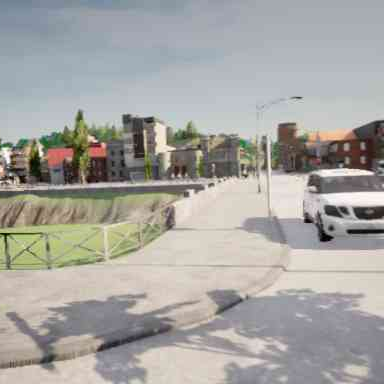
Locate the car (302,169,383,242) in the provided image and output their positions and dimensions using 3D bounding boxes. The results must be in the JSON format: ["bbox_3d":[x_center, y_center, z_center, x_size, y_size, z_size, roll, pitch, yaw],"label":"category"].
[{"bbox_3d":[5.031,0.289,11.065,2.150,2.045,5.566,-2,4,11],"label":"car"}]
